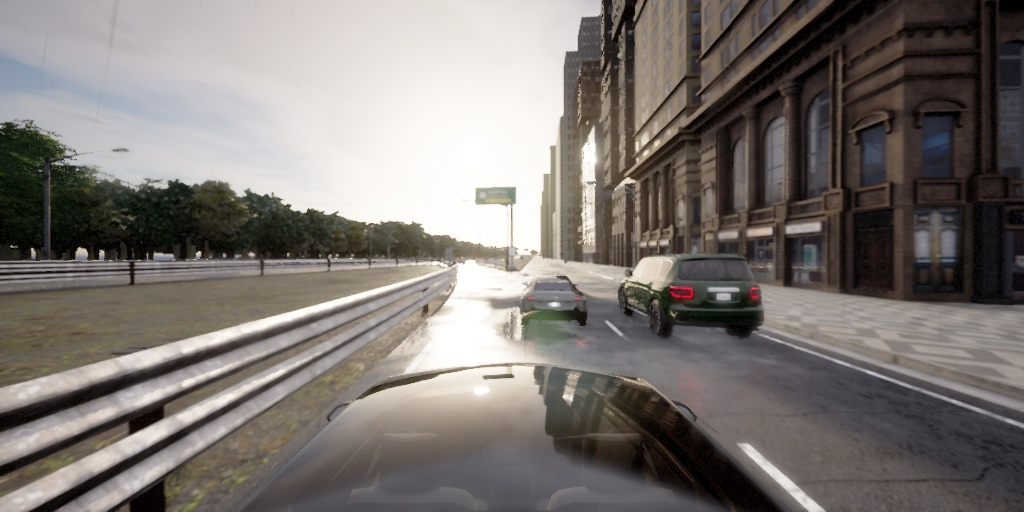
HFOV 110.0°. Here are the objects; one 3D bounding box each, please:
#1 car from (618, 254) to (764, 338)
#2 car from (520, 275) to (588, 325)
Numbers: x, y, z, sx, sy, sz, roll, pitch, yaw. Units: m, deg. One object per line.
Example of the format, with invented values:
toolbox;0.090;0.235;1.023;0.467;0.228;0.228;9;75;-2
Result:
car;4.701;0.971;10.358;2.150;2.045;5.566;0;0;4
car;1.297;1.319;11.918;1.994;1.385;4.181;0;0;4
